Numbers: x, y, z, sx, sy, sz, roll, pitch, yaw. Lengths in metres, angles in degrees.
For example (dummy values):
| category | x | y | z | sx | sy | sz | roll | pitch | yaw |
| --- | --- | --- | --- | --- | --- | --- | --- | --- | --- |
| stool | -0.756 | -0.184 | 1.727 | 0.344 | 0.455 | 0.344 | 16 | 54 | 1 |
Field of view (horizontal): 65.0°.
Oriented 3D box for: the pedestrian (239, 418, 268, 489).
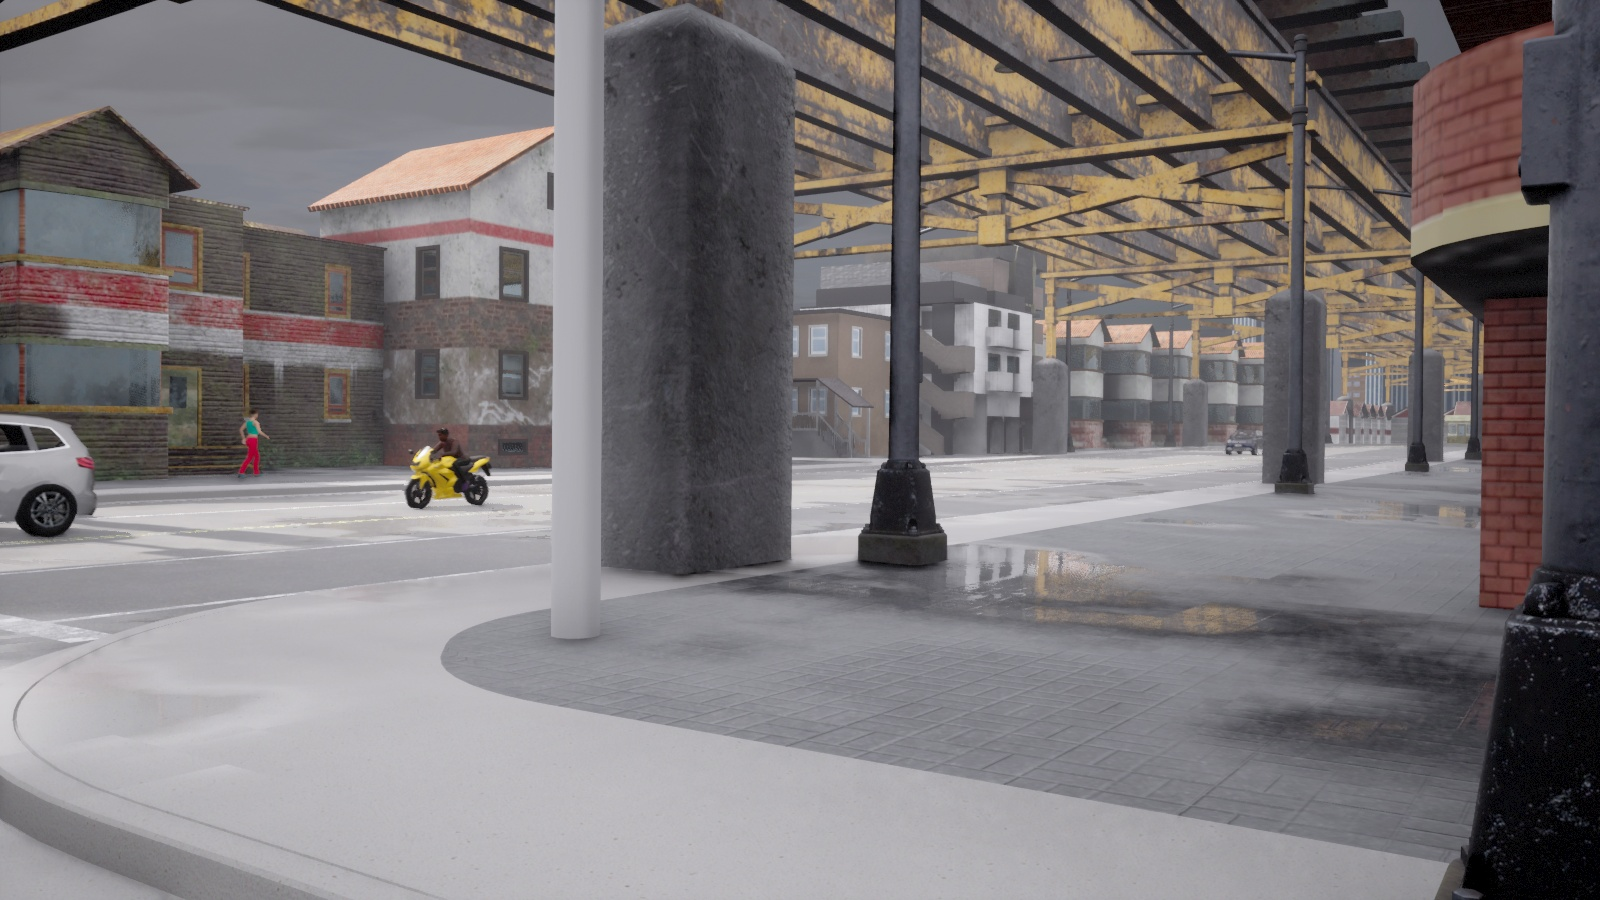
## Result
| category | x | y | z | sx | sy | sz | roll | pitch | yaw |
| --- | --- | --- | --- | --- | --- | --- | --- | --- | --- |
| pedestrian | -14.288 | 0.074 | 32.825 | 0.345 | 1.836 | 0.594 | 0 | 1 | 38 |

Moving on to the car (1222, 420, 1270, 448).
| category | x | y | z | sx | sy | sz | roll | pitch | yaw |
| --- | --- | --- | --- | --- | --- | --- | --- | --- | --- |
| car | 26.138 | -0.946 | 73.583 | 1.789 | 1.549 | 3.705 | 0 | 2 | 33 |

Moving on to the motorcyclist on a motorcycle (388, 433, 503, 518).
| category | x | y | z | sx | sy | sz | roll | pitch | yaw |
| --- | --- | --- | --- | --- | --- | --- | --- | --- | --- |
| motorcyclist on a motorcycle | -6.665 | 0.450 | 23.697 | 0.797 | 1.523 | 2.044 | 0 | 1 | 33 |

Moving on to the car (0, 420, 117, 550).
| category | x | y | z | sx | sy | sz | roll | pitch | yaw |
| --- | --- | --- | --- | --- | --- | --- | --- | --- | --- |
| car | -11.670 | 0.462 | 16.083 | 2.242 | 1.667 | 4.611 | 0 | 1 | 33 |
